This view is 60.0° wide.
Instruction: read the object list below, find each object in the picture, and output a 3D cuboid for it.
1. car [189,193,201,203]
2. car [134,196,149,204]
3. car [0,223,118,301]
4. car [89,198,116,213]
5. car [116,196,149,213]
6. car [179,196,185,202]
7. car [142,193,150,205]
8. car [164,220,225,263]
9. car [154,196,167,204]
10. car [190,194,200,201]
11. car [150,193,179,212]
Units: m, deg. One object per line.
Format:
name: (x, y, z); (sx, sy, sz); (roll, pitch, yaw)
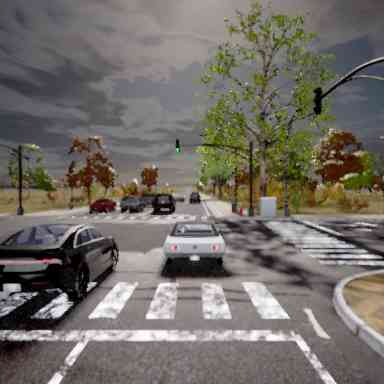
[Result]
car: (0.579, 1.127, 65.383); (2.150, 2.045, 5.566); (0, 0, 1)
car: (-9.270, 1.513, 61.434); (1.895, 1.301, 4.718); (0, 0, 2)
car: (-3.159, 1.517, 8.261); (2.128, 1.511, 4.902); (0, -1, 0)
car: (-9.745, 1.435, 36.713); (1.882, 1.535, 5.008); (0, 0, 3)
car: (-6.498, 1.506, 36.857); (2.033, 1.411, 5.357); (0, 0, 1)
car: (-2.542, 1.482, 72.905); (1.895, 1.301, 4.718); (0, 0, 1)
car: (-6.285, 1.151, 48.382); (2.150, 2.045, 5.566); (0, 1, 2)
car: (0.071, 1.669, 12.285); (1.895, 1.301, 4.718); (0, 1, 0)
car: (-5.985, 1.471, 63.006); (1.994, 1.385, 4.181); (0, 0, 1)
car: (0.757, 1.303, 75.770); (2.128, 1.511, 4.902); (0, 0, 1)
car: (-3.040, 1.178, 37.941); (2.150, 2.045, 5.566); (0, 0, 1)
